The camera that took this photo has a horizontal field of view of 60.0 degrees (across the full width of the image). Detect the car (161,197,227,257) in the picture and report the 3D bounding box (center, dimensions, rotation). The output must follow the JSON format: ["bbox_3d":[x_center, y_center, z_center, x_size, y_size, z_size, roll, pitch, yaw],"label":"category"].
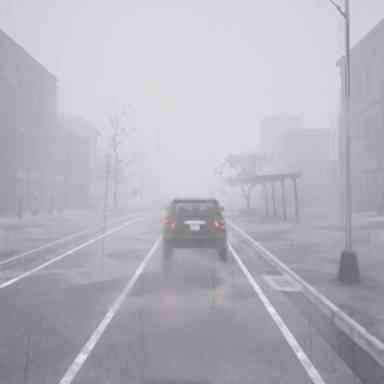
[{"bbox_3d":[0.105,1.184,12.958,2.150,2.045,5.566,0,0,0],"label":"car"}]

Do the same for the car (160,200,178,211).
[{"bbox_3d":[-3.020,1.731,44.214,1.994,1.385,4.181,0,-1,0],"label":"car"}]

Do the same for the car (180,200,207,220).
[{"bbox_3d":[0.130,1.520,29.085,2.128,1.511,4.902,0,-1,0],"label":"car"}]
